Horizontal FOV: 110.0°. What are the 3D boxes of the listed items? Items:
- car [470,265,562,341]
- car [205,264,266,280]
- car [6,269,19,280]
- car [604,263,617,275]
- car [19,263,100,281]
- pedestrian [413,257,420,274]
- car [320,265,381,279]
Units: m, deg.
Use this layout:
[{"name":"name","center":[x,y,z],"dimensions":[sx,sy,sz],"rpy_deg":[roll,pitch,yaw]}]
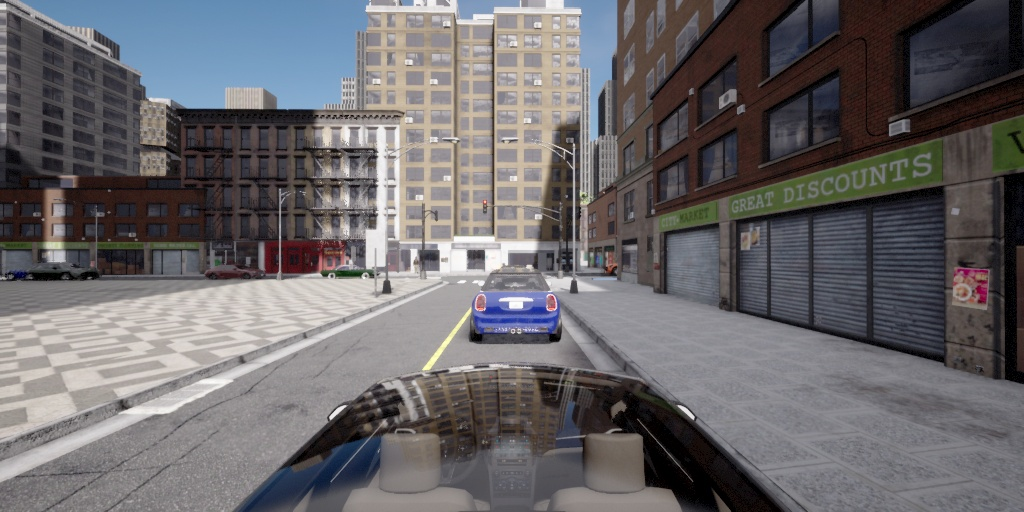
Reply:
[{"name":"car","center":[0.082,1.101,10.017],"dimensions":[2.097,1.767,4.553],"rpy_deg":[0,0,0]},{"name":"car","center":[-24.536,1.442,31.841],"dimensions":[4.674,1.442,1.812],"rpy_deg":[0,0,-1]},{"name":"car","center":[-45.544,1.531,34.654],"dimensions":[5.008,1.535,1.882],"rpy_deg":[0,0,-1]},{"name":"car","center":[11.492,0.979,35.580],"dimensions":[4.553,1.767,2.097],"rpy_deg":[-1,0,-1]},{"name":"car","center":[-39.499,1.362,31.615],"dimensions":[4.553,1.767,2.097],"rpy_deg":[0,0,-1]},{"name":"pedestrian","center":[-10.260,0.970,38.280],"dimensions":[0.375,1.860,0.375],"rpy_deg":[0,0,-1]},{"name":"car","center":[-14.282,1.443,31.980],"dimensions":[4.718,1.301,1.895],"rpy_deg":[0,0,-1]}]
